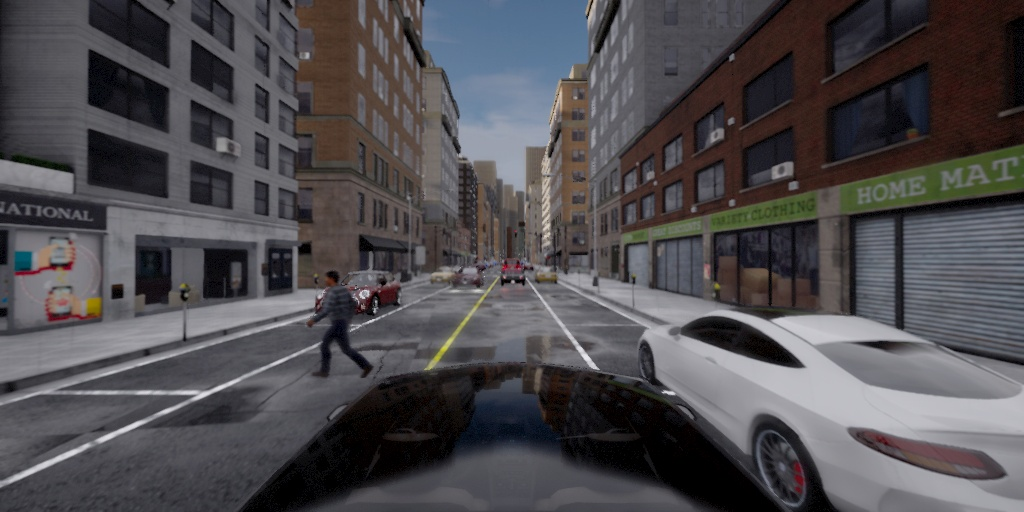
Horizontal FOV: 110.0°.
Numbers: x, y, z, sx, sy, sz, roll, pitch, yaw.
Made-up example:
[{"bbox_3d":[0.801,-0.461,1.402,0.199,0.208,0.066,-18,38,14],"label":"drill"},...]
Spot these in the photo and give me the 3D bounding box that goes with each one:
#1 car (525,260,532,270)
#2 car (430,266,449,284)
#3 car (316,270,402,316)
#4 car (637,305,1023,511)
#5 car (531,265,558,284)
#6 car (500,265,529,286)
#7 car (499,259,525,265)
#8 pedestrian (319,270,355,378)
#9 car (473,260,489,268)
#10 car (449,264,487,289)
[{"bbox_3d":[2.854,1.900,62.583,1.888,1.381,4.507,0,0,0],"label":"car"},{"bbox_3d":[-5.670,1.552,30.116,1.751,1.417,4.829,0,0,0],"label":"car"},{"bbox_3d":[-5.669,1.304,13.710,1.967,1.591,4.097,0,0,0],"label":"car"},{"bbox_3d":[2.999,1.300,4.122,1.812,1.442,4.674,0,-1,0],"label":"car"},{"bbox_3d":[2.856,1.553,30.456,1.751,1.417,4.829,0,0,0],"label":"car"},{"bbox_3d":[0.079,1.608,28.237,1.895,1.301,4.718,0,-1,0],"label":"car"},{"bbox_3d":[-0.001,1.330,38.474,2.150,2.045,5.566,0,-1,0],"label":"car"},{"bbox_3d":[-2.881,1.085,5.923,0.375,1.860,0.375,0,0,-10],"label":"pedestrian"},{"bbox_3d":[-5.672,1.670,62.583,2.192,1.841,5.009,0,0,0],"label":"car"},{"bbox_3d":[-3.093,1.510,25.932,1.812,1.442,4.674,0,-1,0],"label":"car"}]
